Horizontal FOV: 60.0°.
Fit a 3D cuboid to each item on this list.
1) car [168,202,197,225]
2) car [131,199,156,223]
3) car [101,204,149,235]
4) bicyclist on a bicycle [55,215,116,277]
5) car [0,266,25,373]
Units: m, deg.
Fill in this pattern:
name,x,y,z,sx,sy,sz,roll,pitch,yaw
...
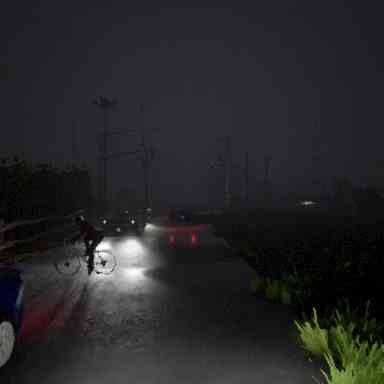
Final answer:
name,x,y,z,sx,sy,sz,roll,pitch,yaw
car,-0.687,1.478,24.128,1.882,1.535,5.008,0,0,-2
car,-3.953,1.362,25.955,2.097,1.767,4.553,0,0,-2
car,-3.789,1.600,19.045,1.895,1.301,4.718,0,0,-2
bicyclist on a bicycle,-2.876,1.454,8.952,1.656,1.620,0.582,-1,0,-2
car,-3.243,1.477,2.682,1.882,1.535,5.008,0,0,-2
